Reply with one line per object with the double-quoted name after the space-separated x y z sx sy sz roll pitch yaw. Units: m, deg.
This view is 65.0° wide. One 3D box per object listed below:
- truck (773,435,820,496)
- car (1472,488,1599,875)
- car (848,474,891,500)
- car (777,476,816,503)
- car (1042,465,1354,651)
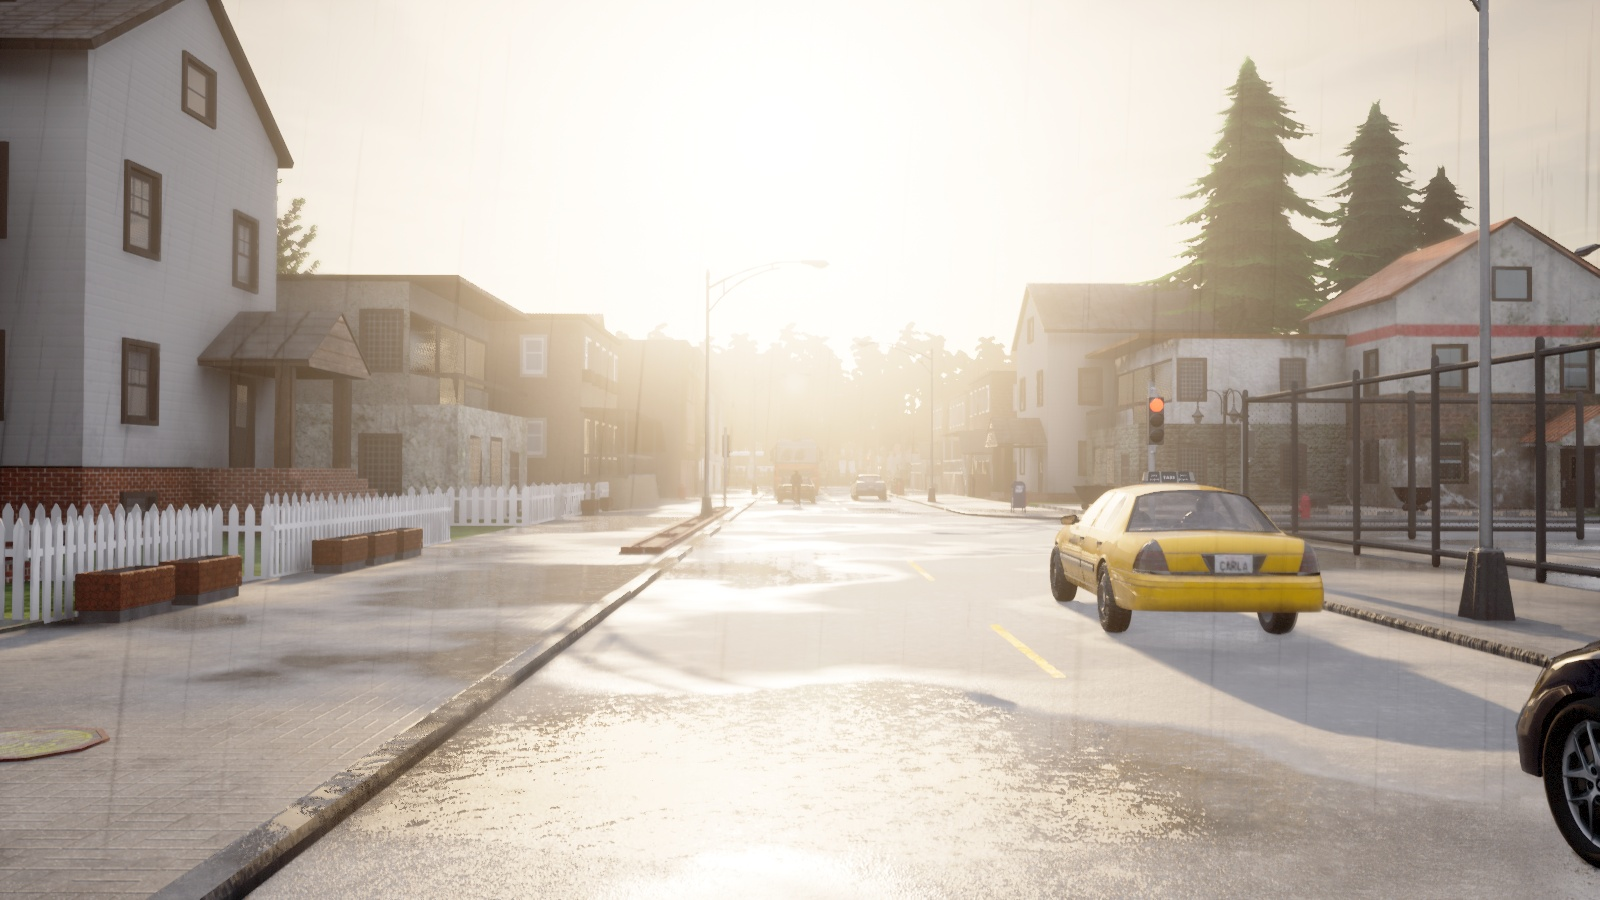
-0.219 1.037 82.303 2.891 3.827 8.468 0 -1 0 "truck"
3.959 0.874 3.650 1.816 1.474 4.193 0 -1 1 "car"
3.818 2.022 69.748 2.033 1.411 5.357 0 -1 0 "car"
-0.165 1.983 63.335 1.895 1.301 4.718 0 -1 0 "car"
3.900 0.963 13.360 1.801 1.575 5.366 0 -1 2 "car"
